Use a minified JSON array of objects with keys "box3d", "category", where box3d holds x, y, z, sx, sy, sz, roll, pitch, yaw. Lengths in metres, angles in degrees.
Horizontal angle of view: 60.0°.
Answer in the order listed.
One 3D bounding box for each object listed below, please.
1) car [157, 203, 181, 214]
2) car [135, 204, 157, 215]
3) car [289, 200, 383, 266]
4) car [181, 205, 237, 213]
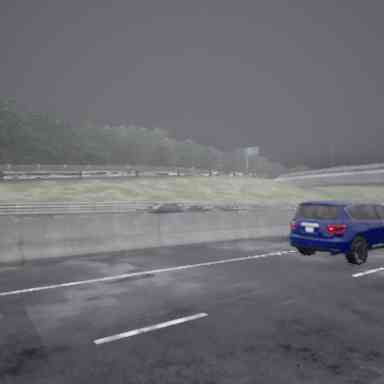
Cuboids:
[{"box3d":[-0.177,1.709,25.308,4.181,1.385,1.994,1,-1,-35],"category":"car"},{"box3d":[-2.498,1.666,27.972,4.674,1.442,1.812,1,-1,-35],"category":"car"},{"box3d":[5.997,1.337,12.312,5.566,2.045,2.150,1,0,-35],"category":"car"},{"box3d":[1.733,1.708,22.371,4.181,1.385,1.994,1,-1,-35],"category":"car"}]
